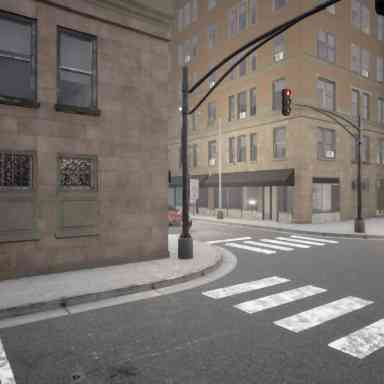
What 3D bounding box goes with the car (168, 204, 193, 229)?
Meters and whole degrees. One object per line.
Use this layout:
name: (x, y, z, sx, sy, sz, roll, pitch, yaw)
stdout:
car: (-1.868, 1.427, 19.848, 1.812, 1.442, 4.674, 0, 0, -36)
